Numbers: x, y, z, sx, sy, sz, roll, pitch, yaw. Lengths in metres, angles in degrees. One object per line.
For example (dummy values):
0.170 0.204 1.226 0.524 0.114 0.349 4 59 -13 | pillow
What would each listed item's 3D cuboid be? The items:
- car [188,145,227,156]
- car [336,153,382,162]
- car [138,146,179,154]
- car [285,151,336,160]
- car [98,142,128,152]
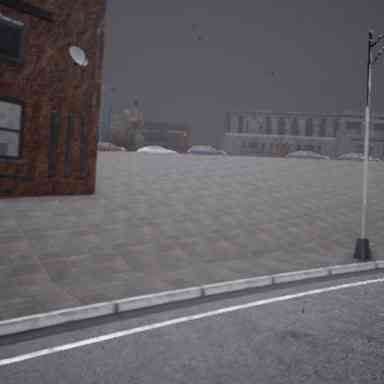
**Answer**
1.749 -4.304 36.977 4.553 1.767 2.185 3 -2 2 | car
18.180 -3.441 36.444 4.892 1.521 2.231 3 -2 2 | car
-3.744 -4.379 37.151 4.674 1.452 2.002 3 -2 2 | car
12.668 -3.697 36.616 4.892 1.521 2.231 3 -2 2 | car
-9.404 -4.793 37.341 4.553 1.767 2.185 2 -2 2 | car
